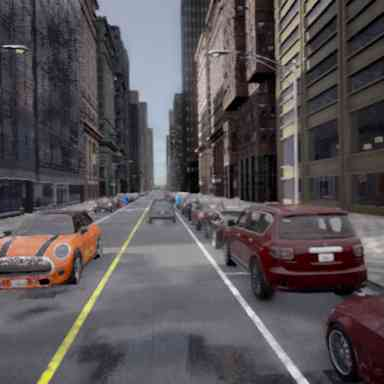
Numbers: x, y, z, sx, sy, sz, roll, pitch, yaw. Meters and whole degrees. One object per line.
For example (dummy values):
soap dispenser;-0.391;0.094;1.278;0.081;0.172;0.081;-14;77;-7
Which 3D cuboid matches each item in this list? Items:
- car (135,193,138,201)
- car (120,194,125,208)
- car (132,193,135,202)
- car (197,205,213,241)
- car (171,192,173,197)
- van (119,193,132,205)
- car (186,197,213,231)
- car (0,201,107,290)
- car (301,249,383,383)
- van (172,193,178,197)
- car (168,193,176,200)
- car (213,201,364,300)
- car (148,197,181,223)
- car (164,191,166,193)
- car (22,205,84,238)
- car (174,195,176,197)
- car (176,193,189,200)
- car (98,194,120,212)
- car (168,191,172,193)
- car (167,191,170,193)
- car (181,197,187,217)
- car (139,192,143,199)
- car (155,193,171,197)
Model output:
car;-11.919;1.203;63.035;1.887;1.381;4.507;-1;1;-6
car;-9.706;1.361;40.736;1.887;1.381;4.507;-1;1;-6
car;-11.366;1.243;57.461;1.887;1.381;4.507;-1;1;-6
car;1.542;1.411;13.716;1.947;1.339;4.313;-1;1;-6
car;-2.331;1.114;52.735;1.887;1.381;4.507;-1;1;-6
van;-10.817;1.078;51.884;1.690;1.788;3.998;-1;1;-6
car;0.986;1.245;19.289;1.967;1.590;4.097;-1;1;-6
car;-3.910;1.340;9.319;2.097;1.767;4.553;-1;1;-6
car;2.649;1.507;2.568;1.802;1.307;4.206;-1;1;-6
van;-1.229;0.989;41.585;1.690;1.788;3.998;-1;1;-6
car;-4.544;0.994;75.033;1.802;1.307;4.206;-1;1;-6
car;2.090;1.200;8.140;2.192;1.841;5.009;-1;1;-6
car;-2.140;1.372;23.812;2.033;1.411;5.357;-1;1;-6
car;-5.651;0.879;86.181;1.887;1.381;4.507;-1;1;-6
car;-7.492;1.518;18.438;1.887;1.381;4.507;-1;1;-6
car;-0.671;1.269;36.013;1.802;1.307;4.206;-1;1;-6
car;-0.120;1.167;30.437;1.967;1.590;4.097;-1;1;-6
car;-9.155;1.295;35.161;1.967;1.590;4.097;-1;1;-6
car;-2.885;1.074;58.310;1.887;1.381;4.507;-1;1;-6
car;-3.441;0.931;63.883;1.967;1.590;4.097;-1;1;-6
car;0.436;1.332;24.865;1.947;1.339;4.313;-1;1;-6
car;-13.582;0.981;79.759;1.967;1.590;4.097;-1;1;-6
car;-3.926;1.202;41.730;1.837;1.490;4.892;-1;0;-5
